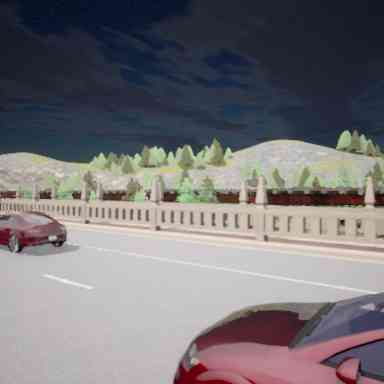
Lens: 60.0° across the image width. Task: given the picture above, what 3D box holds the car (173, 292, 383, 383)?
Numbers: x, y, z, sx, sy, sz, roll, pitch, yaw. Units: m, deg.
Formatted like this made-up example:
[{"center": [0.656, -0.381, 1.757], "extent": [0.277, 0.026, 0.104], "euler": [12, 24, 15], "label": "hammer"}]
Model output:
[{"center": [1.870, 1.566, 2.673], "extent": [4.181, 1.385, 1.994], "euler": [0, 0, 36], "label": "car"}]

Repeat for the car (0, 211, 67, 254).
[{"center": [-6.903, 1.505, 13.464], "extent": [4.674, 1.442, 1.812], "euler": [0, 0, 37], "label": "car"}]
